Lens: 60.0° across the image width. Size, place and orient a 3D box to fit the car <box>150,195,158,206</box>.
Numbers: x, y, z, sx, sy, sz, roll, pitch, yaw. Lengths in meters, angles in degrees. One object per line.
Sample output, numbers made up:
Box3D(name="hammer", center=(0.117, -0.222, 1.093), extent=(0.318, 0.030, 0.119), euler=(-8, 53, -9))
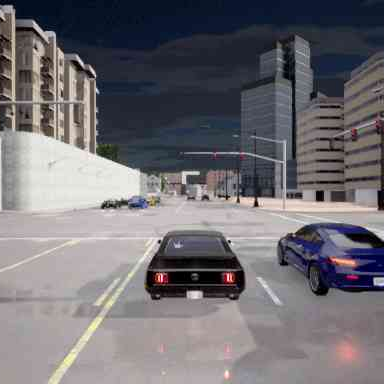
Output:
Box3D(name="car", center=(-7.174, 1.424, 53.847), extent=(1.882, 1.535, 5.008), euler=(0, 0, 0))

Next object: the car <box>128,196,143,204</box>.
Box3D(name="car", center=(-10.658, 1.446, 63.008), extent=(1.837, 1.490, 4.892), euler=(0, 0, 0))

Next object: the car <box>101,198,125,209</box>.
Box3D(name="car", center=(-10.665, 1.530, 44.097), extent=(1.994, 1.385, 4.181), euler=(0, 0, 0))

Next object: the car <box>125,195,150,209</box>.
Box3D(name="car", center=(-7.165, 1.436, 44.389), extent=(1.882, 1.535, 5.008), euler=(0, 0, 0))

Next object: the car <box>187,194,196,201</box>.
Box3D(name="car", center=(-0.138, 1.245, 84.646), extent=(2.097, 1.767, 4.553), euler=(0, 0, 0))

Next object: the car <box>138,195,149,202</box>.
Box3D(name="car", center=(-10.620, 1.450, 73.166), extent=(1.812, 1.442, 4.674), euler=(0, 0, 0))

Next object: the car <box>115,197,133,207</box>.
Box3D(name="car", center=(-10.679, 1.556, 52.857), extent=(1.895, 1.301, 4.718), euler=(0, 0, 0))

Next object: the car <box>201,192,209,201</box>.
Box3D(name="car", center=(3.362, 1.382, 84.581), extent=(1.837, 1.490, 4.892), euler=(0, 0, 0))

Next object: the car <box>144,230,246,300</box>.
Box3D(name="car", center=(0.062, 1.591, 8.311), extent=(1.895, 1.301, 4.718), euler=(0, 0, 0))

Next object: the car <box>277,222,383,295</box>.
Box3D(name="car", center=(3.563, 1.508, 8.538), extent=(1.812, 1.442, 4.674), euler=(0, 0, 0))

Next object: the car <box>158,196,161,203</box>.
Box3D(name="car", center=(-7.150, 1.424, 64.284), extent=(2.128, 1.511, 4.902), euler=(0, 0, 1))
